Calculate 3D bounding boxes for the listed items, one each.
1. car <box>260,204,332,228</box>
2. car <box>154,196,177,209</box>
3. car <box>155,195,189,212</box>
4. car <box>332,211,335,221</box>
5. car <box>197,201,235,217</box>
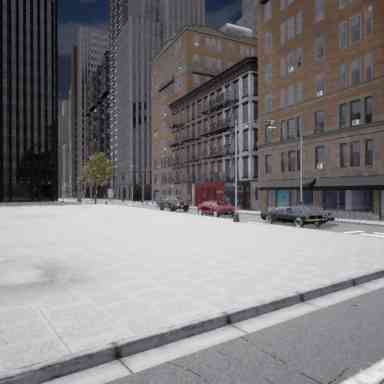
[{"bbox_3d":[6.920,1.675,23.068,1.895,1.301,4.718,0,0,-26],"label":"car"},{"bbox_3d":[-4.182,1.588,51.721,2.097,1.767,4.553,0,0,-26],"label":"car"},{"bbox_3d":[-2.392,1.410,41.993,2.150,2.045,5.566,0,0,-27],"label":"car"},{"bbox_3d":[8.386,1.620,25.416,2.033,1.411,5.357,0,0,-20],"label":"car"},{"bbox_3d":[2.288,1.607,32.466,1.882,1.535,5.008,0,0,-26],"label":"car"}]
